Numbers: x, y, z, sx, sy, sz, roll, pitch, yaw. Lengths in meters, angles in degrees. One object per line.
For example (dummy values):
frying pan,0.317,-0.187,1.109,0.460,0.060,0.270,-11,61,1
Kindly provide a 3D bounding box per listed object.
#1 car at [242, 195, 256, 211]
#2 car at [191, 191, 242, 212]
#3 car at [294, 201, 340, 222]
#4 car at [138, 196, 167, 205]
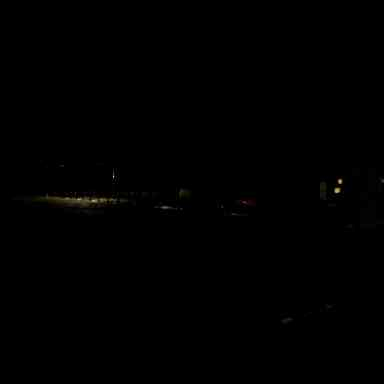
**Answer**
car,4.673,1.097,35.556,2.097,1.767,4.553,1,0,-36
car,2.145,0.938,34.025,2.150,2.045,5.566,1,0,-36
car,9.543,1.368,23.824,1.812,1.442,4.674,1,0,-35
car,-5.312,1.182,44.243,1.895,1.301,4.718,1,0,-36
